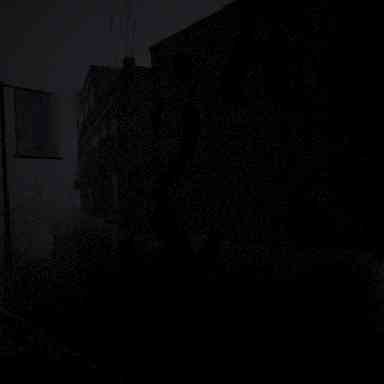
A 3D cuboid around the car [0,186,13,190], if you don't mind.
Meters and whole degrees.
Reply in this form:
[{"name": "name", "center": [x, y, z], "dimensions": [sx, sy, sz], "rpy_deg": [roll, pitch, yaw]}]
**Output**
[{"name": "car", "center": [-46.771, -0.706, 80.735], "dimensions": [2.231, 1.521, 4.892], "rpy_deg": [-4, -3, 6]}]
